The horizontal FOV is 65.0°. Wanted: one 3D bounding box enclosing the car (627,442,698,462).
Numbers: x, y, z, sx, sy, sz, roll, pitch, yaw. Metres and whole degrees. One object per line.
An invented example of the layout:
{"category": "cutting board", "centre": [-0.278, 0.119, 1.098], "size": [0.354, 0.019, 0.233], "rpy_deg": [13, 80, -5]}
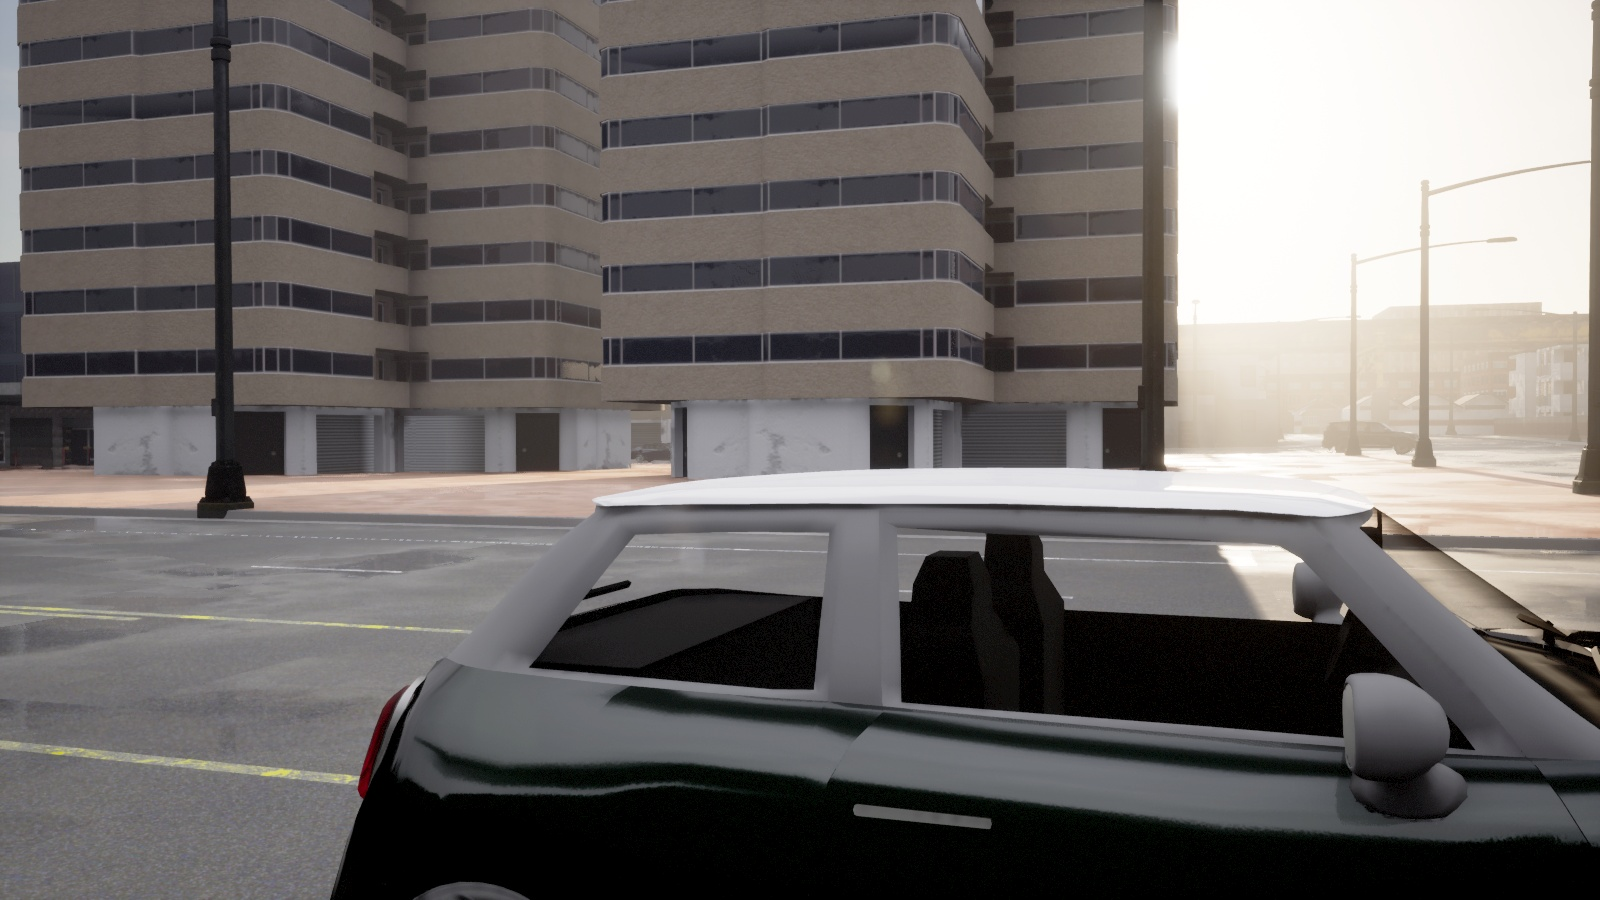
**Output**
{"category": "car", "centre": [-10.295, 0.119, 94.255], "size": [4.792, 1.488, 2.163], "rpy_deg": [0, 1, 17]}

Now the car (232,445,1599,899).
{"category": "car", "centre": [0.941, 0.749, 2.925], "size": [3.806, 1.475, 1.970], "rpy_deg": [1, 1, 19]}

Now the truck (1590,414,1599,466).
{"category": "truck", "centre": [39.285, -0.463, 58.880], "size": [2.627, 2.467, 5.204], "rpy_deg": [1, 0, 18]}

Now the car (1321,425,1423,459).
{"category": "car", "centre": [34.783, -0.508, 76.458], "size": [5.566, 2.045, 2.150], "rpy_deg": [1, 1, 26]}
